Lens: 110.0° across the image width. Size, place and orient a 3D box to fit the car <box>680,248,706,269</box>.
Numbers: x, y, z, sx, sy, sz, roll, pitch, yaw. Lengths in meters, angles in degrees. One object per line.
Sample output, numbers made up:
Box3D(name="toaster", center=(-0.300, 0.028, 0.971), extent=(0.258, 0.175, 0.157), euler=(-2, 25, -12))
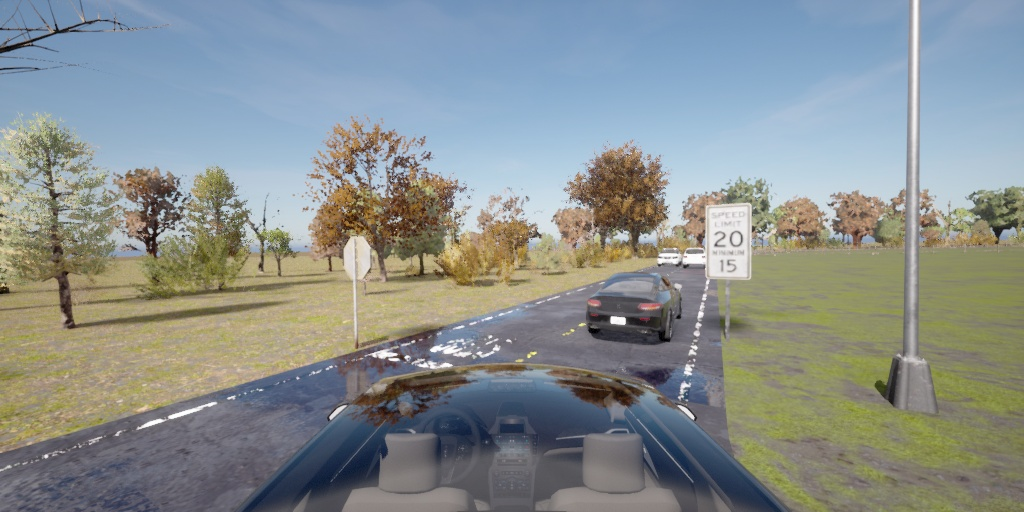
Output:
Box3D(name="car", center=(18.948, 0.205, 36.927), extent=(2.150, 2.045, 5.566), euler=(0, 1, 30))

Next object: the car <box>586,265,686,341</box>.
Box3D(name="car", center=(3.336, 1.135, 9.449), extent=(1.812, 1.442, 4.674), euler=(0, 1, 30))

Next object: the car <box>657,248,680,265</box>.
Box3D(name="car", center=(18.259, 0.128, 41.403), extent=(2.150, 2.045, 5.566), euler=(0, 1, 30))
